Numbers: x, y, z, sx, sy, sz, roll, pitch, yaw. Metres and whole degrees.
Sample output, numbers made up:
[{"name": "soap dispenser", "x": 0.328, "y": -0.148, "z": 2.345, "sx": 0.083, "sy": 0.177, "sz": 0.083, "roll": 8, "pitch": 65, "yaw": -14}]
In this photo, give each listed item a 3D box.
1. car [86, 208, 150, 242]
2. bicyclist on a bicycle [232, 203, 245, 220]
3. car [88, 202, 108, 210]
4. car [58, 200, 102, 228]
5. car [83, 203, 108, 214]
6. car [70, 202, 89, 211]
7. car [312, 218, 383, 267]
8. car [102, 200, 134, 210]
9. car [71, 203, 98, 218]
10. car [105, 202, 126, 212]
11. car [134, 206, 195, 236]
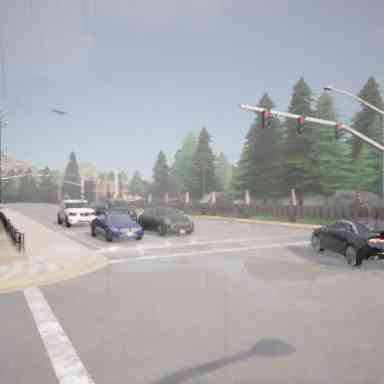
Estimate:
[{"name": "car", "x": -4.288, "y": 1.859, "z": 18.585, "sx": 1.812, "sy": 1.442, "sz": 4.674, "roll": 1, "pitch": -1, "yaw": -31}, {"name": "bicyclist on a bicycle", "x": 4.456, "y": 1.845, "z": 32.059, "sx": 1.656, "sy": 1.620, "sz": 0.582, "roll": 0, "pitch": -1, "yaw": -31}, {"name": "car", "x": -16.937, "y": 2.487, "z": 59.856, "sx": 2.033, "sy": 1.411, "sz": 5.357, "roll": 1, "pitch": -1, "yaw": -31}, {"name": "car", "x": -9.335, "y": 1.674, "z": 26.858, "sx": 2.150, "sy": 2.045, "sz": 5.566, "roll": 1, "pitch": -1, "yaw": -31}, {"name": "car", "x": -14.105, "y": 2.319, "z": 48.488, "sx": 2.033, "sy": 1.411, "sz": 5.357, "roll": 1, "pitch": -1, "yaw": -32}, {"name": "car", "x": -19.354, "y": 2.443, "z": 57.080, "sx": 2.033, "sy": 1.411, "sz": 5.357, "roll": 1, "pitch": -1, "yaw": -31}, {"name": "car", "x": 6.055, "y": 1.714, "z": 12.262, "sx": 2.128, "sy": 1.511, "sz": 4.902, "roll": 1, "pitch": -1, "yaw": -2}, {"name": "car", "x": -6.680, "y": 1.712, "z": 29.226, "sx": 2.150, "sy": 2.045, "sz": 5.566, "roll": 1, "pitch": -1, "yaw": -31}, {"name": "car", "x": -12.773, "y": 2.112, "z": 39.229, "sx": 1.882, "sy": 1.535, "sz": 5.008, "roll": 1, "pitch": -1, "yaw": -31}, {"name": "car", "x": -11.948, "y": 2.347, "z": 51.667, "sx": 1.812, "sy": 1.442, "sz": 4.674, "roll": 1, "pitch": -1, "yaw": -31}, {"name": "car", "x": -1.685, "y": 1.725, "z": 21.037, "sx": 2.097, "sy": 1.767, "sz": 4.553, "roll": 1, "pitch": -1, "yaw": -31}]
